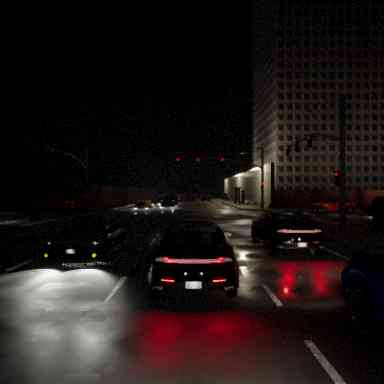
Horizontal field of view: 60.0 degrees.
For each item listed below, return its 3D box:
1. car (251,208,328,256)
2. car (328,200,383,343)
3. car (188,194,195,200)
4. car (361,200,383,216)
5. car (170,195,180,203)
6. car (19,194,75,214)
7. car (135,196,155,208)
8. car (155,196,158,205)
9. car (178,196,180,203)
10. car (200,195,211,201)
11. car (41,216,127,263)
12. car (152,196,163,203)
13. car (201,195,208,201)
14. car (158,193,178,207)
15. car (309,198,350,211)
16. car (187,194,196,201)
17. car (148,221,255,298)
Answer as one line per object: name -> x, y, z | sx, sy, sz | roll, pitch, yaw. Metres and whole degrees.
car -> 3.562, 1.487, 13.128 | 2.128, 1.511, 4.902 | 0, 0, 0
car -> 3.595, 1.220, 3.283 | 2.150, 2.045, 5.566 | 0, 0, 0
car -> -0.130, 1.297, 89.033 | 1.837, 1.490, 4.892 | 0, 0, 0
car -> 19.366, 1.522, 32.284 | 5.008, 1.535, 1.882 | 0, 0, 0
car -> -3.604, 1.454, 71.135 | 1.882, 1.535, 5.008 | 0, 0, 0
car -> -15.444, 1.266, 35.660 | 5.566, 2.045, 2.150 | 0, 0, 0
car -> -7.163, 1.461, 49.282 | 1.882, 1.535, 5.008 | 0, 0, 0
car -> -7.166, 1.458, 58.604 | 1.882, 1.535, 5.008 | 0, 0, 0
car -> -3.651, 1.201, 60.987 | 2.150, 2.045, 5.566 | 0, 0, 0
car -> 3.385, 1.497, 78.828 | 1.812, 1.442, 4.674 | 0, 0, 0
car -> -3.591, 1.560, 11.796 | 1.994, 1.385, 4.181 | 0, 0, 0
car -> -7.101, 1.577, 68.767 | 1.895, 1.301, 4.718 | 0, 0, 0
car -> 3.370, 1.470, 89.134 | 1.837, 1.490, 4.892 | 0, 0, 0
car -> -3.661, 1.334, 51.398 | 2.097, 1.767, 4.553 | 0, 0, 0
car -> 14.981, 1.395, 35.769 | 4.553, 1.767, 2.097 | 0, 0, 0
car -> -0.115, 1.320, 78.781 | 2.097, 1.767, 4.553 | 0, 0, 0
car -> 0.044, 1.489, 8.510 | 2.128, 1.511, 4.902 | 0, 0, 0
